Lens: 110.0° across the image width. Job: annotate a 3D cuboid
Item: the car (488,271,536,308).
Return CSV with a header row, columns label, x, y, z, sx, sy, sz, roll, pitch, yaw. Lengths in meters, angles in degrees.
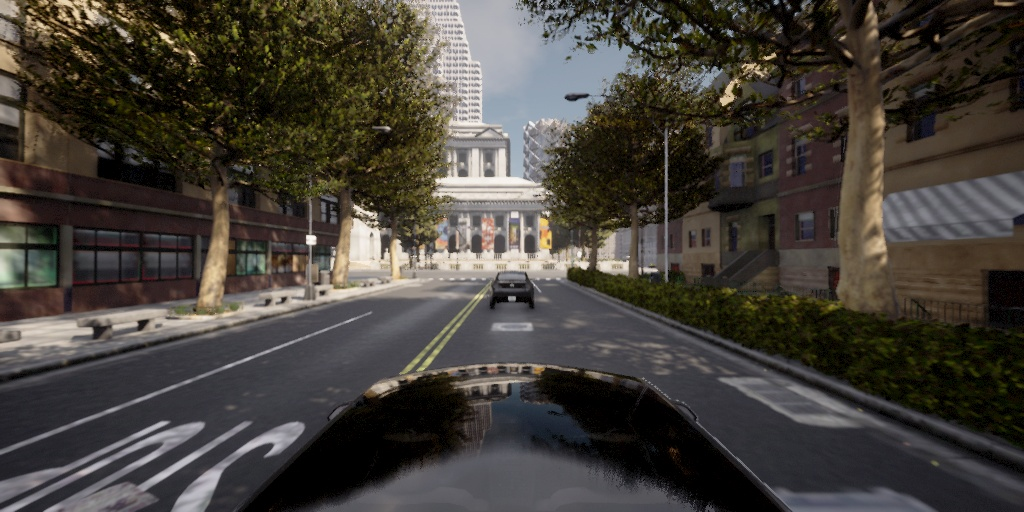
label,x,y,z,sx,sy,sz,roll,pitch,yaw
car,0.006,1.392,16.154,1.837,1.490,4.892,0,0,0
